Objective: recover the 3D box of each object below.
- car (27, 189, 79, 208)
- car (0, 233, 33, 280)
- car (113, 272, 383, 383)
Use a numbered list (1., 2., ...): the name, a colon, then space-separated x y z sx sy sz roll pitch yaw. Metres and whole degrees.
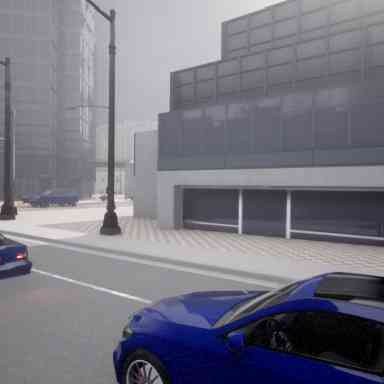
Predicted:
1. car: -15.430 0.665 37.282 2.150 2.045 5.566 1 1 36
2. car: -6.221 1.441 8.507 5.357 1.411 2.033 1 1 36
3. car: 1.322 1.517 3.045 4.674 1.442 1.812 0 0 36
